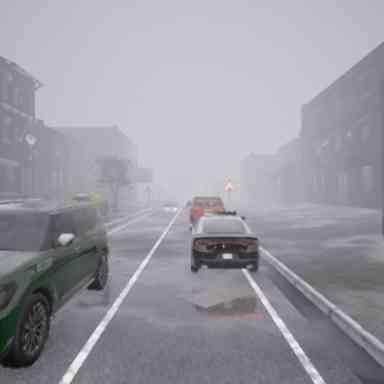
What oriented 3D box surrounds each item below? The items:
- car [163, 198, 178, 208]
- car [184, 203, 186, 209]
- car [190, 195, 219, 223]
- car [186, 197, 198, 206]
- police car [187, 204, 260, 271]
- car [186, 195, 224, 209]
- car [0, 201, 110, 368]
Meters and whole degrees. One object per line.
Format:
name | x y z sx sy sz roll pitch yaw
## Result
car | -3.088 1.634 48.881 1.994 1.385 4.181 0 0 0
car | 0.024 1.595 46.440 1.812 1.442 4.674 0 0 1
car | 0.899 1.254 26.903 2.150 2.045 5.566 0 0 0
car | -0.001 1.633 59.312 1.994 1.385 4.181 0 0 0
police car | 0.900 1.423 10.978 1.930 1.638 5.238 0 0 0
car | 0.899 1.238 20.902 2.150 2.045 5.566 0 0 0
car | -3.100 1.218 6.097 2.150 2.045 5.566 0 0 0
